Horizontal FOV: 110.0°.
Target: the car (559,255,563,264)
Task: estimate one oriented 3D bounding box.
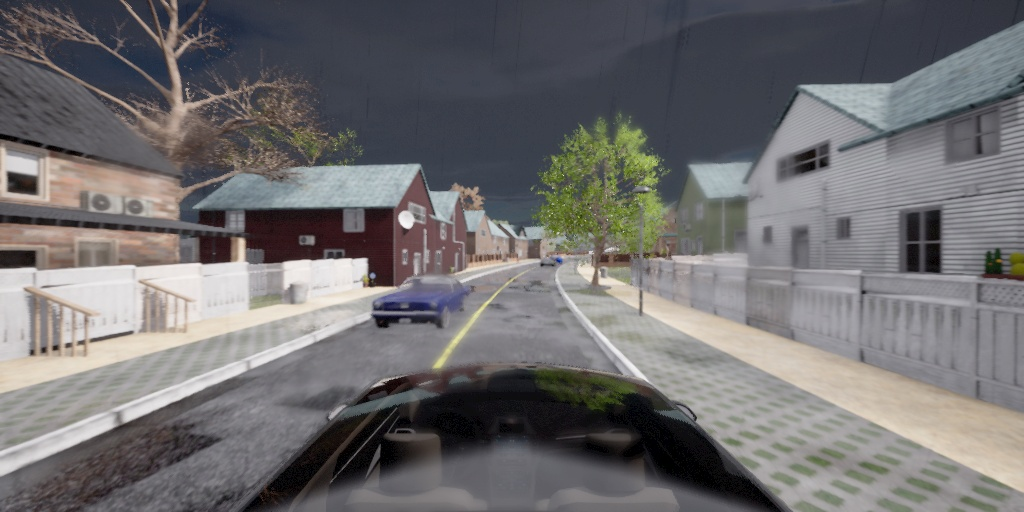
[{"bbox_3d":[7.253,0.538,59.483,1.882,1.535,5.008,0,1,14],"label":"car"}]

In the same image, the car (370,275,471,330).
[{"bbox_3d":[-2.564,1.298,11.129,1.895,1.301,4.718,0,0,3],"label":"car"}]

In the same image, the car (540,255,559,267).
[{"bbox_3d":[5.043,0.796,49.904,1.994,1.385,4.181,0,1,12],"label":"car"}]
